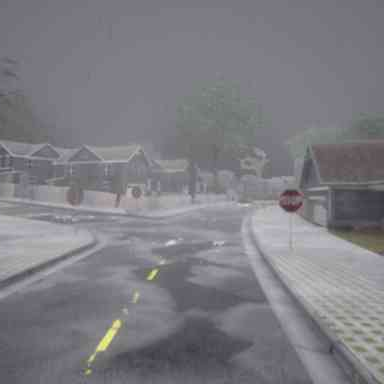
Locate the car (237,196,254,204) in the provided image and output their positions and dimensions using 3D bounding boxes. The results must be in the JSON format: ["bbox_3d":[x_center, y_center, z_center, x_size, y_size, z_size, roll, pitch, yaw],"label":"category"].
[{"bbox_3d":[8.925,1.348,55.529,1.994,1.385,4.181,0,0,24],"label":"car"}]

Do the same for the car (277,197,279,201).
[{"bbox_3d":[21.571,1.480,78.807,2.128,1.511,4.902,0,-1,33],"label":"car"}]
